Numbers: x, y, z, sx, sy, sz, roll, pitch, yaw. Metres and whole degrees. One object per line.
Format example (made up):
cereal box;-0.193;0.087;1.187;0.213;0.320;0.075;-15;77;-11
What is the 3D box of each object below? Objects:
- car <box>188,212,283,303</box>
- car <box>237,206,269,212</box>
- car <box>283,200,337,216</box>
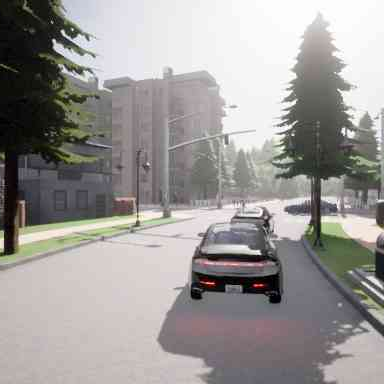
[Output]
car;1.104;1.492;8.260;2.128;1.511;4.902;0;0;9
car;3.231;1.491;17.367;2.128;1.511;4.902;0;0;18
car;11.646;1.495;32.945;5.008;1.535;1.882;0;-1;7
